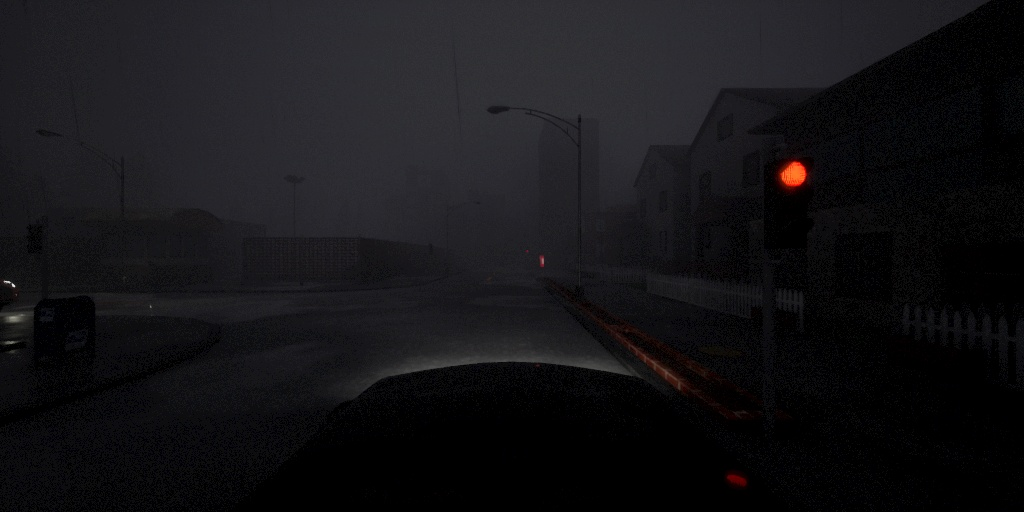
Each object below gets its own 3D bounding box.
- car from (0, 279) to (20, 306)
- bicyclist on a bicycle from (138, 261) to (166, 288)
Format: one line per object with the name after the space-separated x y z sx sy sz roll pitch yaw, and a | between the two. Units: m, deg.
-21.594 1.102 13.299 4.553 1.767 2.097 0 0 0 | car
-21.746 1.099 21.692 0.582 1.620 1.656 0 0 0 | bicyclist on a bicycle
